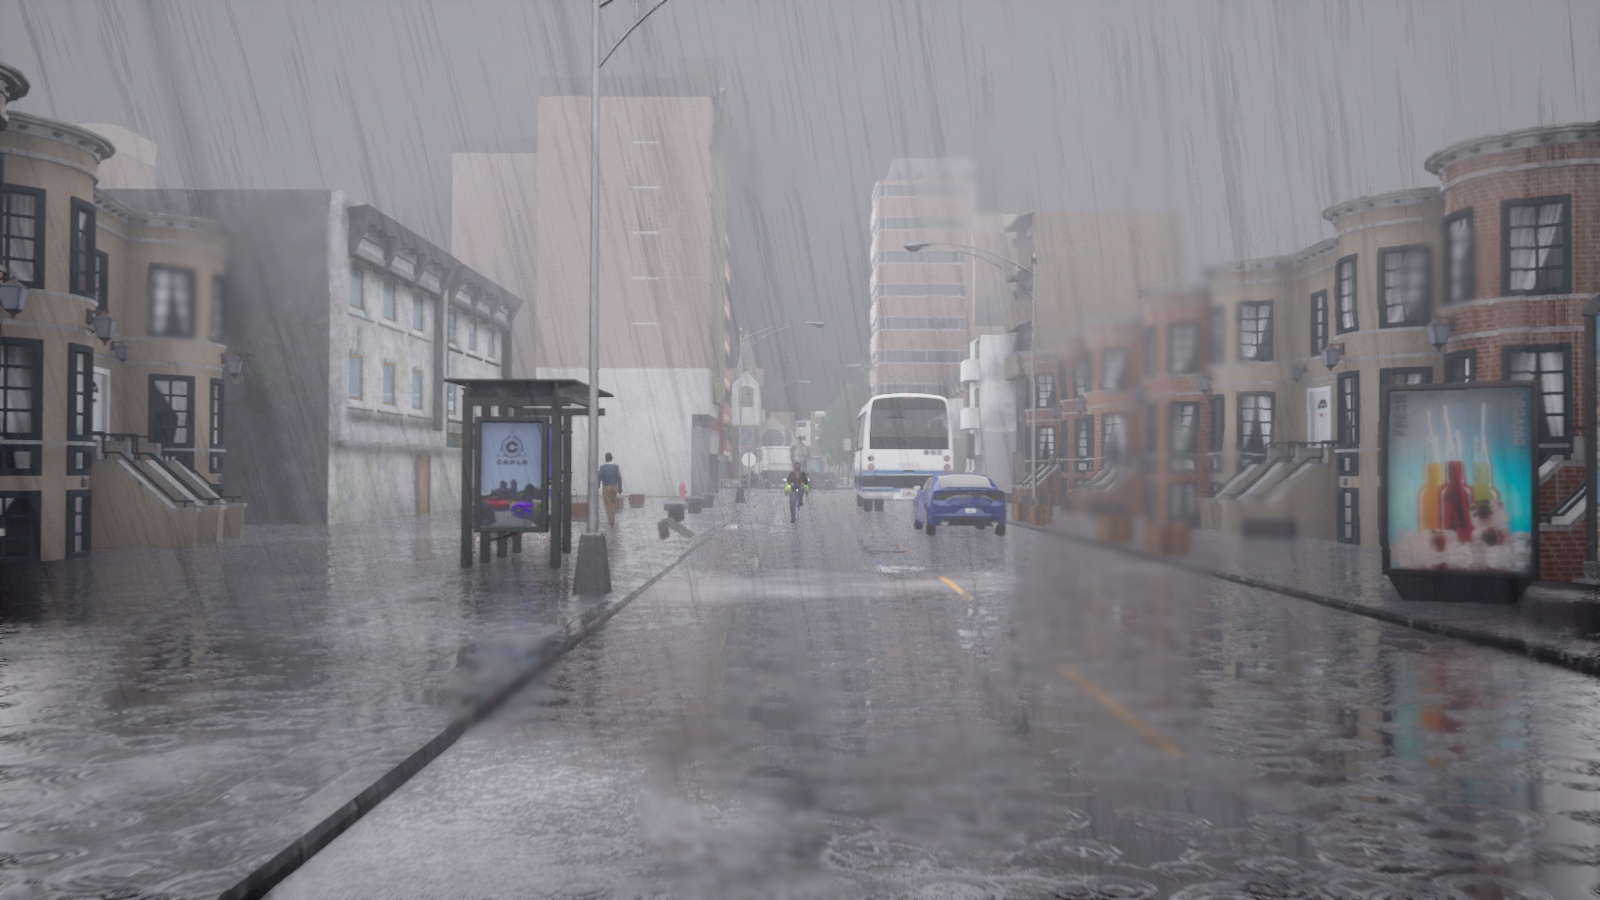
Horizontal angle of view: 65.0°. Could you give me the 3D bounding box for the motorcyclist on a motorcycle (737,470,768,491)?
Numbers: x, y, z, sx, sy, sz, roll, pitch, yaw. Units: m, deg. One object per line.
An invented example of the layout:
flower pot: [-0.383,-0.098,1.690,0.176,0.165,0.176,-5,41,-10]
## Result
motorcyclist on a motorcycle: [-3.575,2.305,94.823,2.191,1.530,0.866,-1,0,35]

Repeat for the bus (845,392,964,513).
bus: [3.873,0.173,49.469,3.944,4.253,10.273,0,-1,1]

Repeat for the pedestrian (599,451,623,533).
pedestrian: [-4.589,1.003,30.435,0.423,1.949,0.788,0,-1,-20]

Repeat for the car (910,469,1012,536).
car: [3.940,1.253,31.496,1.882,1.535,5.008,0,-1,0]

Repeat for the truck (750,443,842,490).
truck: [-0.404,1.317,97.493,2.891,3.462,7.936,1,-1,-37]
